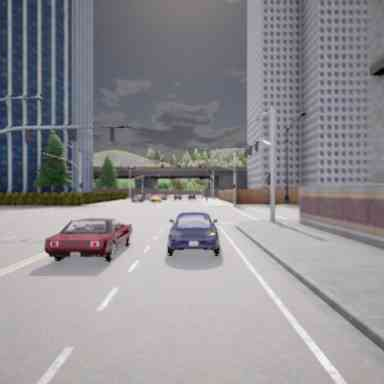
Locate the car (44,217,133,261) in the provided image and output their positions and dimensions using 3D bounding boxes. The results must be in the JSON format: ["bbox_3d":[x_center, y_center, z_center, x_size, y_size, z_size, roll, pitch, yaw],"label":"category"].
[{"bbox_3d":[-3.443,1.572,12.104,1.895,1.301,4.718,0,0,0],"label":"car"}]

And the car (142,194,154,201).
[{"bbox_3d":[-10.508,1.330,79.601,2.128,1.511,4.902,0,0,0],"label":"car"}]

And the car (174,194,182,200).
[{"bbox_3d":[-3.508,1.310,81.923,1.812,1.442,4.674,0,0,0],"label":"car"}]

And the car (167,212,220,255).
[{"bbox_3d":[0.063,1.496,12.990,1.812,1.442,4.674,0,0,0],"label":"car"}]

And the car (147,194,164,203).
[{"bbox_3d":[-7.020,1.327,64.426,1.882,1.535,5.008,0,0,0],"label":"car"}]

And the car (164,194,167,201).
[{"bbox_3d":[-7.008,1.282,79.714,1.882,1.535,5.008,0,0,0],"label":"car"}]

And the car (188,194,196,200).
[{"bbox_3d":[-0.008,1.286,81.923,1.837,1.490,4.892,0,0,0],"label":"car"}]

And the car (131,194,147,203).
[{"bbox_3d":[-10.521,1.344,64.470,2.128,1.511,4.902,0,0,0],"label":"car"}]
